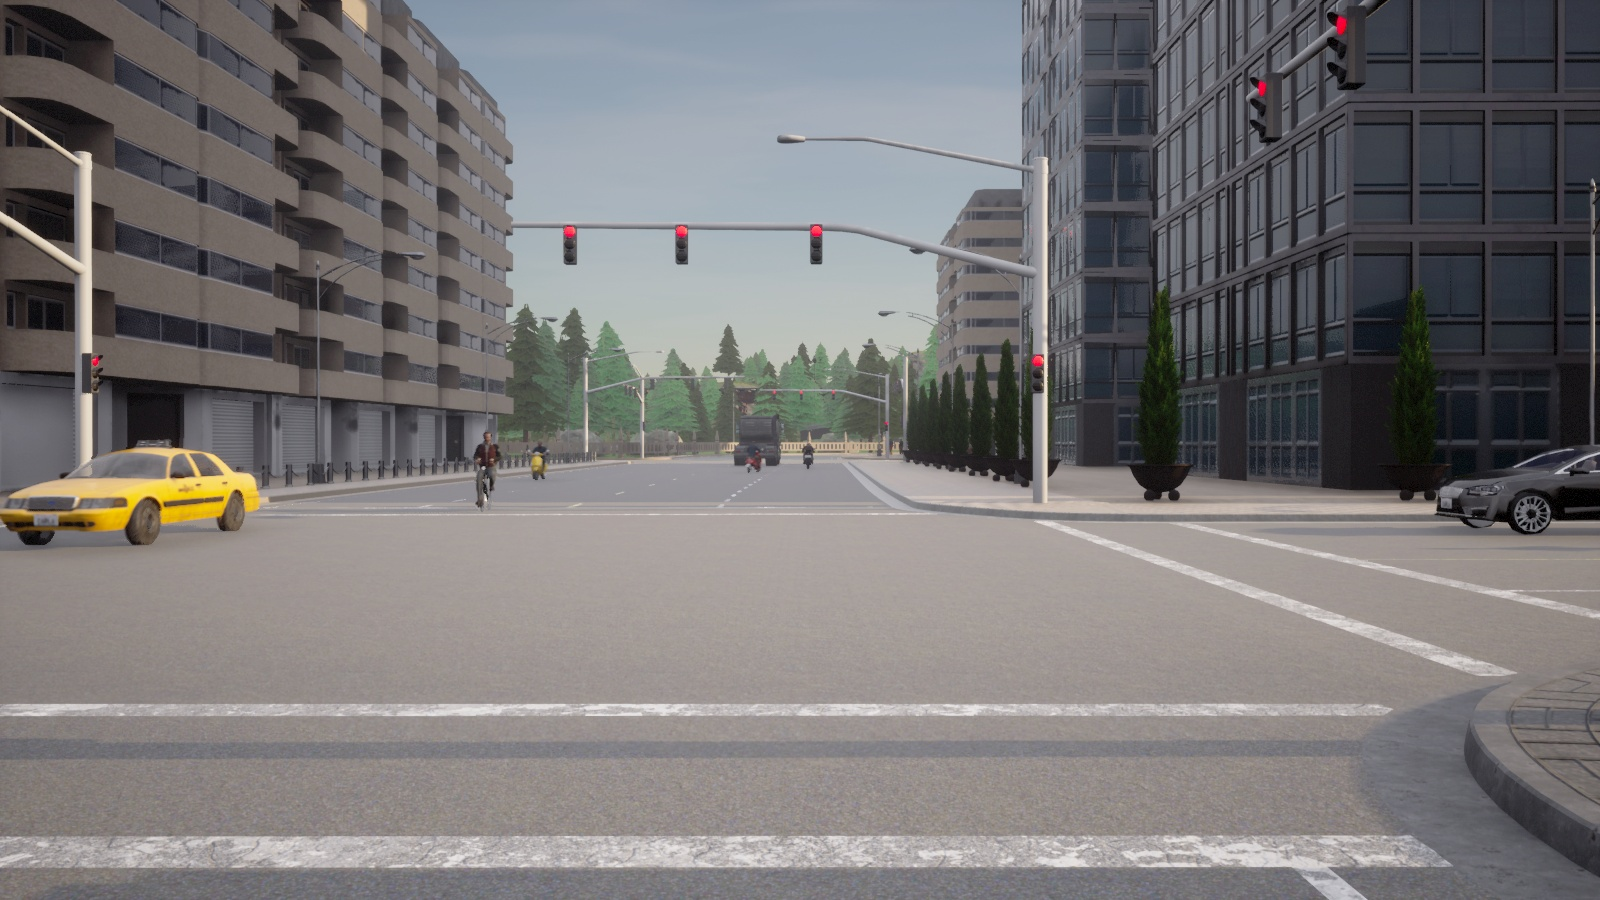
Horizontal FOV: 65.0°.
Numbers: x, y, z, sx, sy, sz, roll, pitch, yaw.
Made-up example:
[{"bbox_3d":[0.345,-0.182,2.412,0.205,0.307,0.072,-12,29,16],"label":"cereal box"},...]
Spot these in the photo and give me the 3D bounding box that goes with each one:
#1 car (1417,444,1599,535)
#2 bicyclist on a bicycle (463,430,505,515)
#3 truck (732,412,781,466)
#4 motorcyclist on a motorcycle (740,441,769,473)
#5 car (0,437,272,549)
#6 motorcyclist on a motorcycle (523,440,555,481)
[{"bbox_3d":[13.678,0.646,21.788,4.902,1.511,2.128,0,0,1],"label":"car"},{"bbox_3d":[-6.872,0.468,27.386,0.659,1.776,1.843,1,0,-7],"label":"bicyclist on a bicycle"},{"bbox_3d":[-2.822,-0.710,83.605,2.891,3.462,7.936,0,0,1],"label":"truck"},{"bbox_3d":[-2.268,0.344,62.665,0.866,1.590,1.817,0,0,18],"label":"motorcyclist on a motorcycle"},{"bbox_3d":[-10.546,0.590,20.309,1.801,1.575,5.366,0,0,0],"label":"car"},{"bbox_3d":[-10.422,0.408,50.153,0.866,1.590,1.817,0,0,1],"label":"motorcyclist on a motorcycle"}]
